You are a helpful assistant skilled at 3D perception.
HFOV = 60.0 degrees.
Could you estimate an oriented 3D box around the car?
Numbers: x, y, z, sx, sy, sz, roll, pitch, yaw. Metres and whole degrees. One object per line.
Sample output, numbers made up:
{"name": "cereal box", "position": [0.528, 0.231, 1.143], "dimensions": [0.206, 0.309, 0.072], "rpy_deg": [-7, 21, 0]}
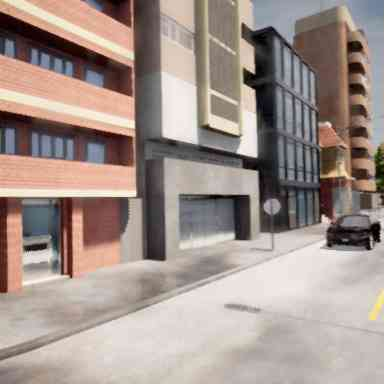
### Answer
{"name": "car", "position": [8.050, 1.831, 16.339], "dimensions": [1.882, 1.535, 5.008], "rpy_deg": [-3, -2, 36]}
